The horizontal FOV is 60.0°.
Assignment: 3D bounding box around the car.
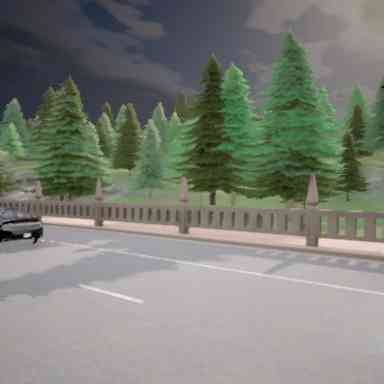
[{"bbox_3d":[-8.291,1.431,14.060,4.902,1.511,2.128,0,0,34],"label":"car"}]
